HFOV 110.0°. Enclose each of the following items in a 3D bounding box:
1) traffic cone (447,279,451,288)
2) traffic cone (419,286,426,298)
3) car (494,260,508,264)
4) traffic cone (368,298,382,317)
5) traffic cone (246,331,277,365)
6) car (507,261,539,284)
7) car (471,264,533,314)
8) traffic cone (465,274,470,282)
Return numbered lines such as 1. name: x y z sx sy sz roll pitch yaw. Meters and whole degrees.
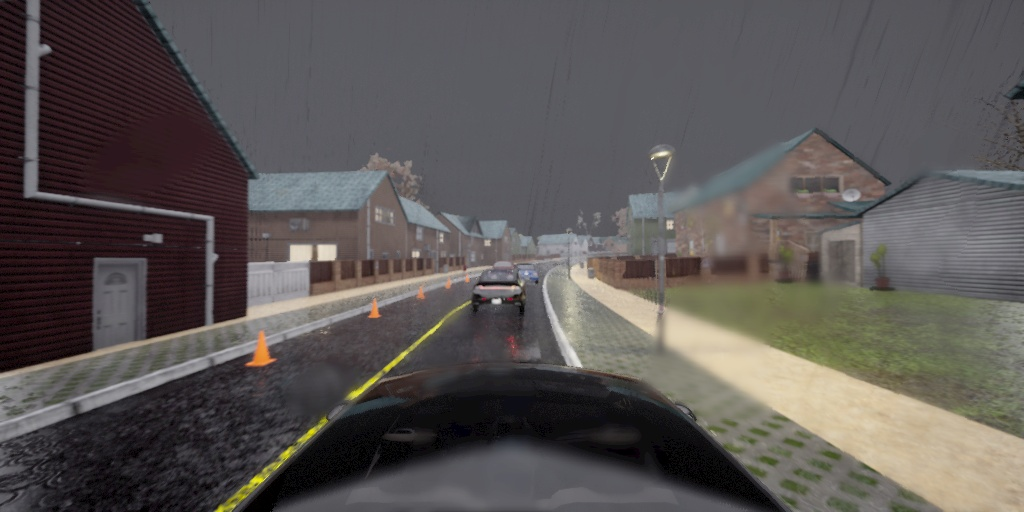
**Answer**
1. traffic cone: -3.834 1.659 21.817 0.340 0.580 0.340 0 0 5
2. traffic cone: -4.217 1.676 16.780 0.340 0.580 0.340 0 0 4
3. car: -0.718 1.129 30.798 1.882 1.535 5.008 0 0 6
4. traffic cone: -4.495 1.686 11.736 0.340 0.580 0.340 0 0 3
5. traffic cone: -4.668 1.693 6.688 0.340 0.580 0.340 0 0 1
6. car: 0.893 1.229 26.191 2.033 1.411 5.357 0 0 -2
7. car: -0.366 1.221 13.743 2.128 1.511 4.902 0 0 3
8. traffic cone: -3.347 1.634 26.844 0.340 0.580 0.340 0 0 6
